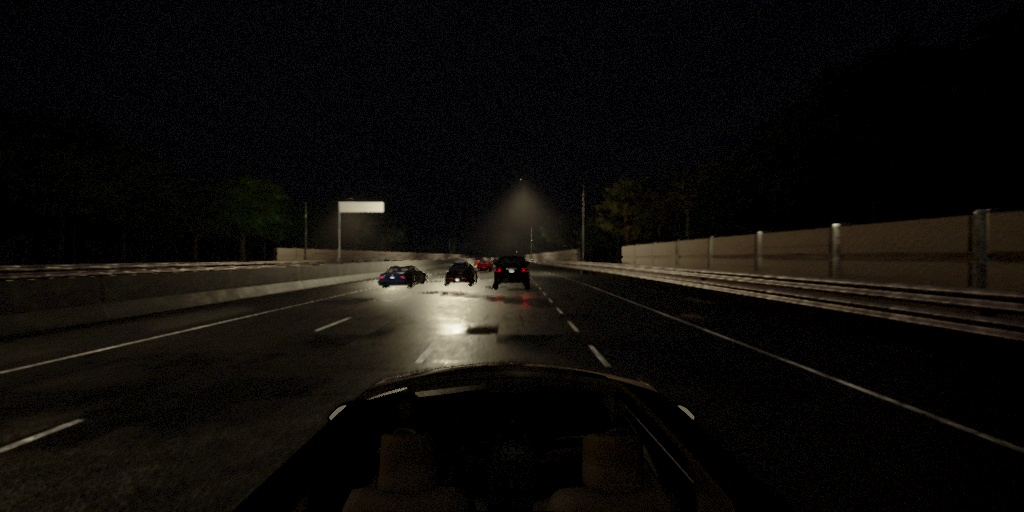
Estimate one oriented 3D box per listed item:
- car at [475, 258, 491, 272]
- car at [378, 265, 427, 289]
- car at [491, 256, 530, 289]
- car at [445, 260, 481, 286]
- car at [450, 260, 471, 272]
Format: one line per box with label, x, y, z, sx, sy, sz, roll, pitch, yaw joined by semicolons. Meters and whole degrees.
car;-3.543;1.273;47.520;1.882;1.535;5.008;0;0;0
car;-7.019;1.316;23.534;2.033;1.411;5.357;0;0;0
car;-0.021;0.991;23.570;2.150;2.045;5.566;0;0;0
car;-3.525;1.278;25.529;1.837;1.490;4.892;0;0;0
car;-7.047;1.289;49.539;2.128;1.511;4.902;0;0;0
